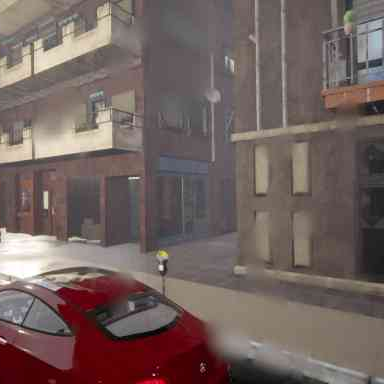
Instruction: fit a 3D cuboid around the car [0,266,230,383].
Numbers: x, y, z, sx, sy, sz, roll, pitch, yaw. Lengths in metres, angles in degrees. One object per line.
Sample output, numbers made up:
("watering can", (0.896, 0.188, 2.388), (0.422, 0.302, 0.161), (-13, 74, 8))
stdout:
("car", (-1.566, 1.583, 3.970), (4.206, 1.307, 1.802), (0, -1, 36))
